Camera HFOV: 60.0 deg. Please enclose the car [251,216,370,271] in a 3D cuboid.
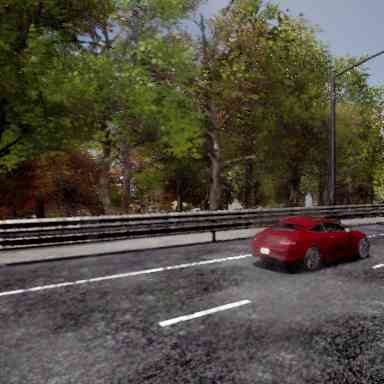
[{"bbox_3d":[3.966,1.533,10.932,4.674,1.442,1.812,0,0,-36],"label":"car"}]
